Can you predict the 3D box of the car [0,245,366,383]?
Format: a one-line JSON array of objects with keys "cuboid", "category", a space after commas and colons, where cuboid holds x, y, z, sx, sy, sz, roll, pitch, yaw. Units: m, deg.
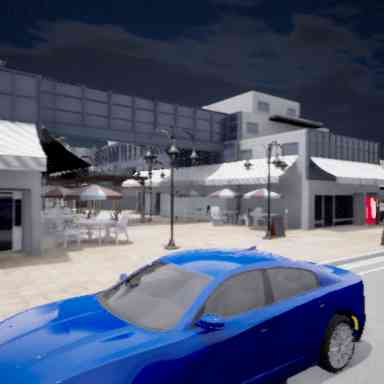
[{"cuboid": [0.175, 1.499, 4.118, 5.008, 1.535, 1.882, 1, 0, -36], "category": "car"}]
